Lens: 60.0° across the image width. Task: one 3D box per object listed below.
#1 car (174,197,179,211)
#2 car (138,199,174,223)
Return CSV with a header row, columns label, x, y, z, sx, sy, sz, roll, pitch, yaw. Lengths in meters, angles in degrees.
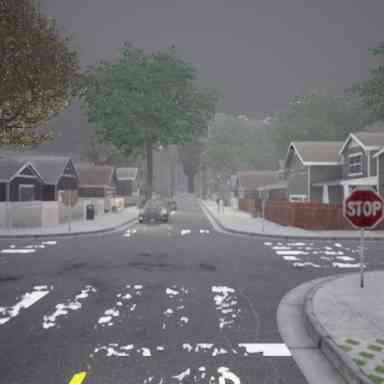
label,x,y,z,sx,sy,sz,roll,pitch,yaw
car,-2.759,1.607,40.202,1.994,1.385,4.181,0,0,0
car,-2.756,1.371,25.355,2.097,1.767,4.553,0,0,0
